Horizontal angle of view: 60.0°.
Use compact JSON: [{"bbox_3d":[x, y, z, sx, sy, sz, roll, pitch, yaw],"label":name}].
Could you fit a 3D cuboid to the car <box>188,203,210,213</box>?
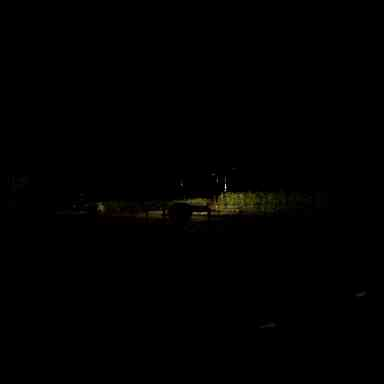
[{"bbox_3d":[1.194,3.044,64.161,2.150,2.045,5.566,2,-3,-35],"label":"car"}]
